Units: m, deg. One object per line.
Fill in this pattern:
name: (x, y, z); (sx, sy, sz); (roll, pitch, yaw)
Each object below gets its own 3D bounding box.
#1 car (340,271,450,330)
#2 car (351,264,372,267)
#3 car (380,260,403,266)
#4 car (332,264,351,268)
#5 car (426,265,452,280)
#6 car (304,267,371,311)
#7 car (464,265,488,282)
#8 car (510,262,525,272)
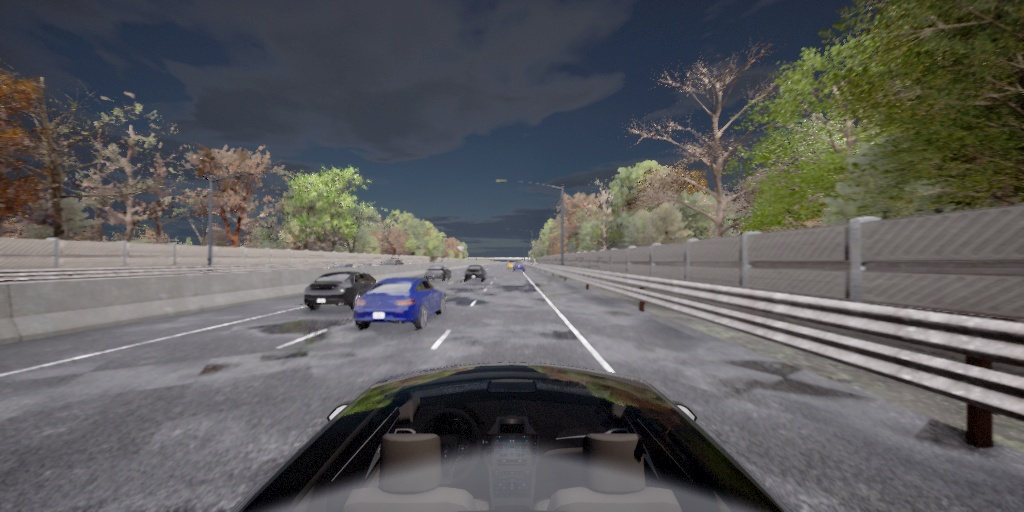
car: (-3.405, 1.381, 11.478); (1.812, 1.442, 4.674); (0, -1, 0)
car: (-21.072, 1.874, 52.109); (1.994, 1.385, 4.181); (0, -1, 0)
car: (-17.569, 1.535, 52.429); (2.150, 2.045, 5.566); (0, 0, 0)
car: (-24.560, 1.857, 52.088); (2.033, 1.411, 5.357); (0, -1, 1)
car: (-6.913, 1.599, 34.047); (2.128, 1.511, 4.902); (0, -1, 0)
car: (-6.906, 1.403, 15.409); (1.837, 1.490, 4.892); (0, -1, 0)
car: (-3.414, 1.614, 34.180); (1.837, 1.490, 4.892); (0, -1, 0)
car: (1.198, 1.788, 61.897); (2.097, 1.767, 4.553); (0, -1, 0)
